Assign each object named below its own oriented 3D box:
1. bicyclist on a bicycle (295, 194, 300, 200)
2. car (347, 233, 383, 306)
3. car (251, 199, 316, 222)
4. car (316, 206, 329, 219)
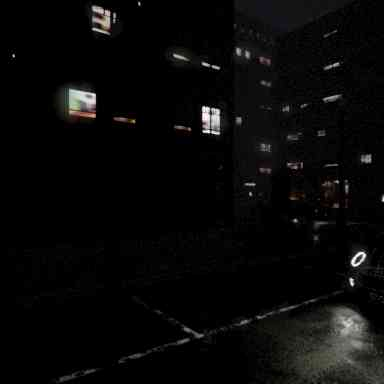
[{"bbox_3d":[11.503,1.011,36.215,1.656,1.620,0.582,0,1,-36],"label":"bicyclist on a bicycle"},{"bbox_3d":[5.346,1.351,7.218,4.553,1.767,2.097,0,0,-37],"label":"car"},{"bbox_3d":[6.254,1.342,24.195,2.008,1.369,4.403,1,0,-36],"label":"car"},{"bbox_3d":[8.260,1.317,25.853,1.812,1.442,4.674,0,1,-37],"label":"car"}]
